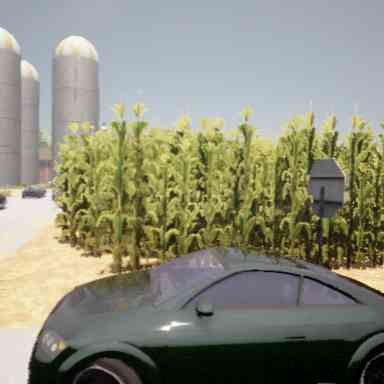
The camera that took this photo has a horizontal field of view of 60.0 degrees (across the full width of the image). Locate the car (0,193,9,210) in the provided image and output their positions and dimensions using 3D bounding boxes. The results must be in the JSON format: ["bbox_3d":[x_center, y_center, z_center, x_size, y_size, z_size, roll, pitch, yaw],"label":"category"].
[{"bbox_3d":[-13.891,0.597,22.243,2.033,1.411,5.357,1,2,-14],"label":"car"}]

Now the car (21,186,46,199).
[{"bbox_3d":[-17.502,0.011,37.039,1.895,1.301,4.718,1,2,-14],"label":"car"}]

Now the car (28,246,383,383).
[{"bbox_3d":[0.401,1.410,3.968,4.181,1.385,1.994,1,2,-7],"label":"car"}]

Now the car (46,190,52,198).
[{"bbox_3d":[-13.933,0.086,35.986,2.033,1.411,5.357,1,2,-14],"label":"car"}]
